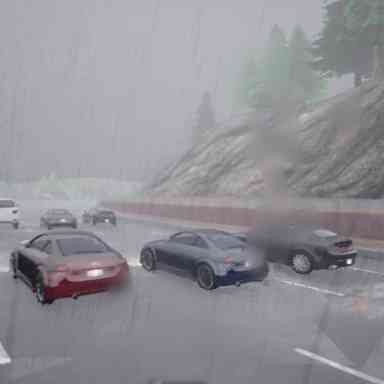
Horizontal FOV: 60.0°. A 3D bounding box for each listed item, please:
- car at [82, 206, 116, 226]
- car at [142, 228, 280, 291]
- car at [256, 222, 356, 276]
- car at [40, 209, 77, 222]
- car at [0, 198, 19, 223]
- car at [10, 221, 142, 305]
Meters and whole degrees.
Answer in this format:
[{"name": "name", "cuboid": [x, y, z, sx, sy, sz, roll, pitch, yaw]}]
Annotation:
[{"name": "car", "cuboid": [-7.717, 1.944, 27.455, 1.837, 1.490, 4.892, 2, -1, -31]}, {"name": "car", "cuboid": [0.182, 1.784, 9.849, 1.994, 1.385, 4.181, 2, -2, -39]}, {"name": "car", "cuboid": [3.134, 1.820, 11.741, 1.837, 1.490, 4.892, 2, -1, -39]}, {"name": "car", "cuboid": [-9.641, 1.891, 23.872, 1.994, 1.385, 4.181, 2, -1, -32]}, {"name": "car", "cuboid": [-13.636, 1.469, 23.694, 2.150, 2.045, 5.566, 2, -1, -31]}, {"name": "car", "cuboid": [-3.295, 1.692, 8.611, 1.994, 1.385, 4.181, 2, -2, -38]}]
